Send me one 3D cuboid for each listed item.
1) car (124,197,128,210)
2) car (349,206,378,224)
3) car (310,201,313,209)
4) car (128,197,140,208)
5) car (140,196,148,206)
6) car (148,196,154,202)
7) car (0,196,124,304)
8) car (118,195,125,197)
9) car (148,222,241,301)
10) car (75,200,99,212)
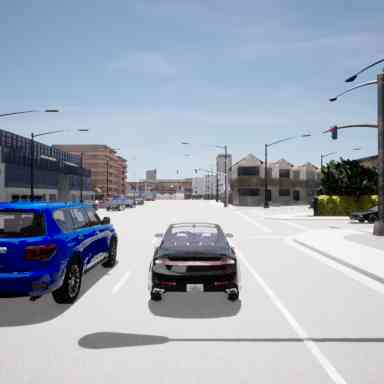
[{"bbox_3d":[-10.670,1.884,46.719,1.837,1.490,4.892,0,0,0],"label":"car"},{"bbox_3d":[15.061,1.686,25.499,5.357,1.411,2.033,0,-1,0],"label":"car"},{"bbox_3d":[21.460,2.057,55.615,1.837,1.490,4.892,-1,-1,45],"label":"car"},{"bbox_3d":[-10.673,1.974,56.455,2.033,1.411,5.357,0,0,0],"label":"car"},{"bbox_3d":[-10.624,1.857,66.195,2.128,1.511,4.902,0,1,0],"label":"car"},{"bbox_3d":[-10.632,1.651,83.719,1.882,1.535,5.008,0,0,0],"label":"car"},{"bbox_3d":[-3.446,1.239,8.319,2.150,2.045,5.566,0,0,0],"label":"car"},{"bbox_3d":[-14.148,1.612,63.990,2.150,2.045,5.566,0,0,0],"label":"car"},{"bbox_3d":[0.055,1.506,8.367,2.128,1.511,4.902,0,0,0],"label":"car"},{"bbox_3d":[-14.179,1.873,45.366,1.837,1.490,4.892,0,-1,-1],"label":"car"}]
